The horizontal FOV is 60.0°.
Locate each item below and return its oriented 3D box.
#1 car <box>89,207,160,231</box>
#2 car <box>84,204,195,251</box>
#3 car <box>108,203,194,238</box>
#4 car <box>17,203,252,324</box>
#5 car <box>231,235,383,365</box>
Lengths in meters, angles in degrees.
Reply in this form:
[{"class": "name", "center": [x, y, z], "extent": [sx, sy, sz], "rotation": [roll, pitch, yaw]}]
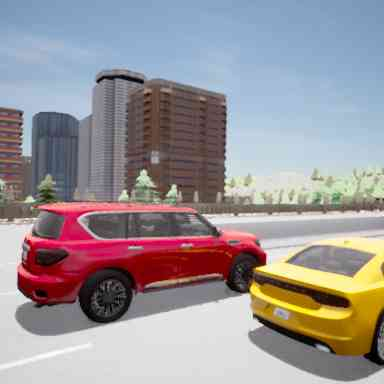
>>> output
[{"class": "car", "center": [-4.462, 1.748, 22.303], "extent": [4.181, 1.385, 1.994], "rotation": [2, -1, -35]}, {"class": "car", "center": [-2.331, 1.484, 15.225], "extent": [4.553, 1.767, 2.097], "rotation": [2, -1, -35]}, {"class": "car", "center": [-2.355, 1.538, 19.507], "extent": [4.553, 1.767, 2.097], "rotation": [2, -1, -35]}, {"class": "car", "center": [-0.790, 1.281, 7.482], "extent": [5.566, 2.045, 2.150], "rotation": [2, -1, -35]}, {"class": "car", "center": [3.264, 1.593, 6.074], "extent": [5.008, 1.535, 1.882], "rotation": [2, -1, -35]}]
